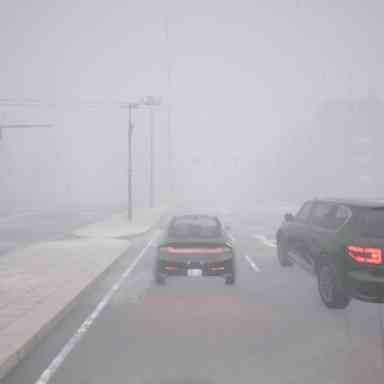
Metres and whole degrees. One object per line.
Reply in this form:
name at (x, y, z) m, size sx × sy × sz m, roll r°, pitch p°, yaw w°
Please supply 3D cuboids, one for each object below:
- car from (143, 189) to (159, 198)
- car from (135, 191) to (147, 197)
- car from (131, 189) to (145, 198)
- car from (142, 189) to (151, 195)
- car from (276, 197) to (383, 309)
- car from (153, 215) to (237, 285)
car at (-9.014, 0.578, 75.206) m, size 2.033 × 1.411 × 5.357 m, roll 0°, pitch 1°, yaw 0°
car at (-12.486, 0.477, 81.872) m, size 2.128 × 1.511 × 4.902 m, roll 0°, pitch 1°, yaw 0°
car at (-12.514, 0.263, 75.185) m, size 2.150 × 2.045 × 5.566 m, roll 0°, pitch 1°, yaw 0°
car at (-12.447, -0.076, 91.308) m, size 1.882 × 1.535 × 5.008 m, roll 0°, pitch 1°, yaw 0°
car at (3.574, 1.123, 7.732) m, size 2.150 × 2.045 × 5.566 m, roll 0°, pitch 1°, yaw 1°
car at (0.089, 1.374, 9.093) m, size 2.128 × 1.511 × 4.902 m, roll 0°, pitch 1°, yaw 1°
